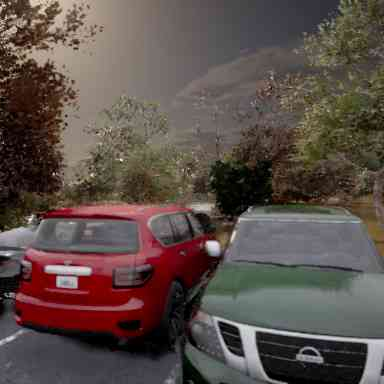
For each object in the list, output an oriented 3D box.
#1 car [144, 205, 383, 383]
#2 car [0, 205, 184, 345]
[{"bbox_3d":[1.549,1.249,4.986,2.435,2.045,5.566,0,-1,15],"label":"car"},{"bbox_3d":[-0.875,1.266,6.758,2.435,2.045,5.566,0,-1,15],"label":"car"}]
